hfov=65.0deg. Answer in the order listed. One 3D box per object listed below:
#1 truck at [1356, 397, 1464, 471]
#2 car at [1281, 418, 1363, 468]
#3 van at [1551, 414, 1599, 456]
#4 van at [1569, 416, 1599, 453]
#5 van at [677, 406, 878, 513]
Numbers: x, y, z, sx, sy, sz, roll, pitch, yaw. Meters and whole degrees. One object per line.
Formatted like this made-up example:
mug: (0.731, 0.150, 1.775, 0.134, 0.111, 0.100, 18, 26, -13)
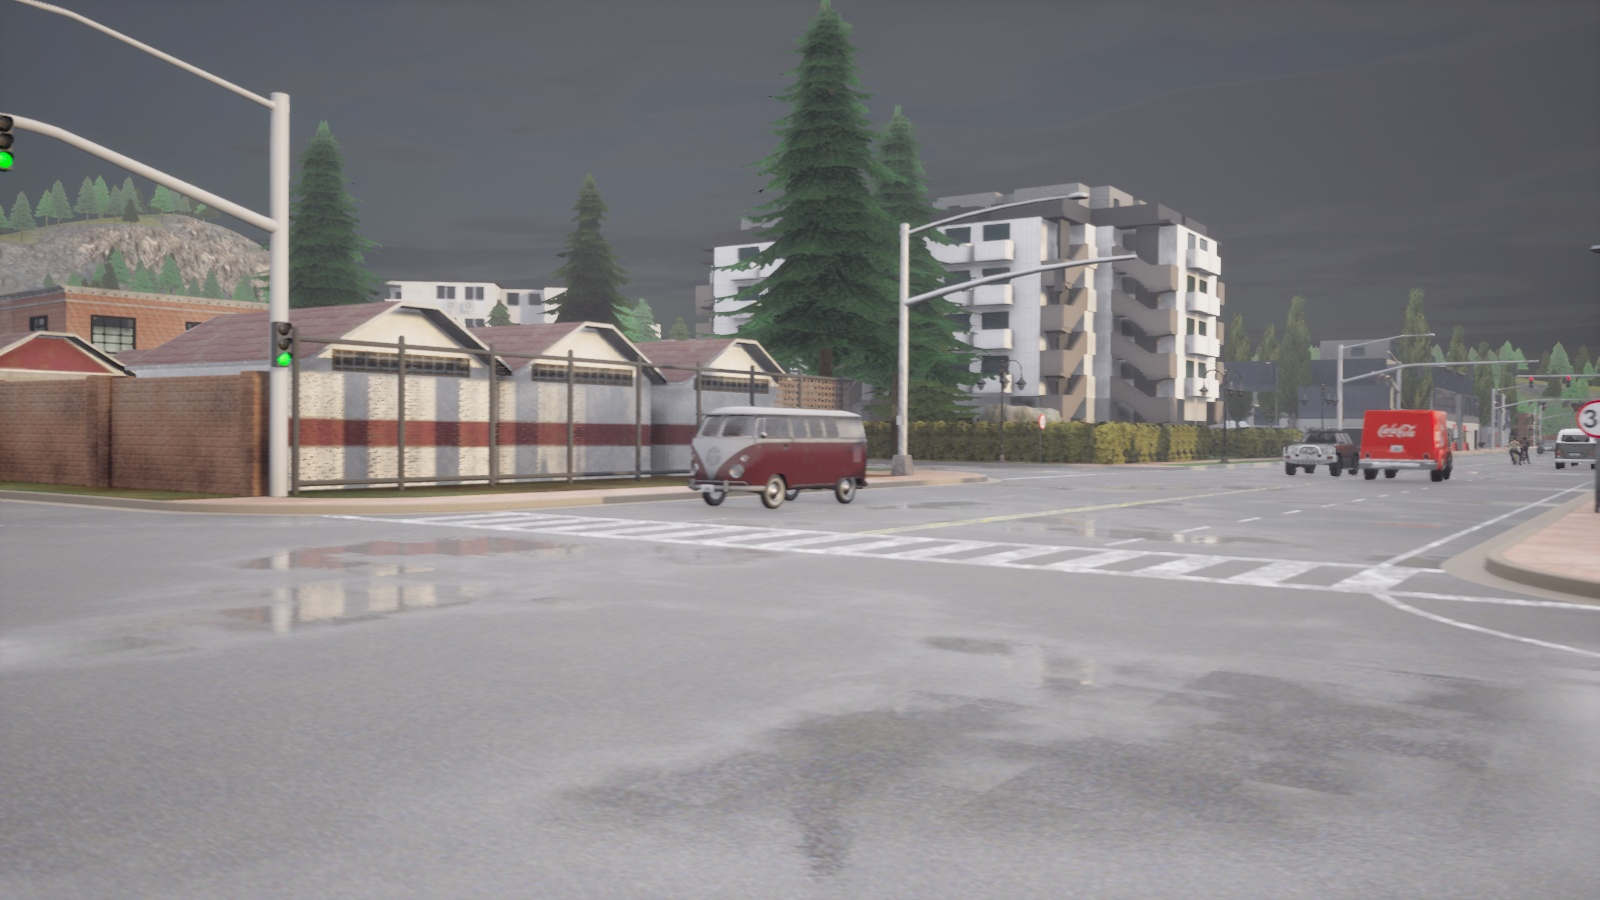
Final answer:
truck: (21.768, -0.563, 44.685, 2.627, 2.467, 5.204, 0, 1, 35)
car: (20.241, -0.300, 48.582, 1.932, 1.855, 4.605, 0, 1, 35)
van: (39.143, -0.762, 63.115, 2.069, 2.038, 4.480, 0, 1, 35)
van: (44.241, -0.876, 70.294, 1.775, 1.987, 4.442, 0, 1, 35)
van: (-0.357, 0.136, 25.613, 1.775, 1.987, 4.442, 0, 1, 35)
